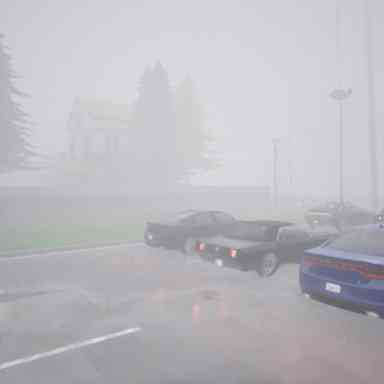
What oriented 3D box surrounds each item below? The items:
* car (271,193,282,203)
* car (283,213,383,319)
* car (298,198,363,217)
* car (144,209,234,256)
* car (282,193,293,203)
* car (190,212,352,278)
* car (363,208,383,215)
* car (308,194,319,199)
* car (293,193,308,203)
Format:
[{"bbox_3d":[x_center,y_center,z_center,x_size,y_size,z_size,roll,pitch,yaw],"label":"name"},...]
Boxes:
[{"bbox_3d":[10.625,1.125,49.735,1.895,1.301,4.718,-1,1,-36],"label":"car"},{"bbox_3d":[4.322,1.384,6.877,5.008,1.535,1.882,-1,1,-35],"label":"car"},{"bbox_3d":[8.251,1.273,18.310,4.902,1.511,2.128,-1,1,-36],"label":"car"},{"bbox_3d":[0.594,1.378,12.811,5.008,1.535,1.882,-1,0,-36],"label":"car"},{"bbox_3d":[12.838,0.972,52.646,2.128,1.511,4.902,-1,0,-36],"label":"car"},{"bbox_3d":[2.500,1.503,9.866,4.718,1.301,1.895,-1,1,-36],"label":"car"},{"bbox_3d":[10.233,1.287,15.424,4.892,1.490,1.837,-1,1,-36],"label":"car"},{"bbox_3d":[19.061,0.917,56.008,1.812,1.442,4.674,-1,1,-36],"label":"car"},{"bbox_3d":[15.938,0.940,54.341,1.837,1.490,4.892,-1,1,-36],"label":"car"}]
